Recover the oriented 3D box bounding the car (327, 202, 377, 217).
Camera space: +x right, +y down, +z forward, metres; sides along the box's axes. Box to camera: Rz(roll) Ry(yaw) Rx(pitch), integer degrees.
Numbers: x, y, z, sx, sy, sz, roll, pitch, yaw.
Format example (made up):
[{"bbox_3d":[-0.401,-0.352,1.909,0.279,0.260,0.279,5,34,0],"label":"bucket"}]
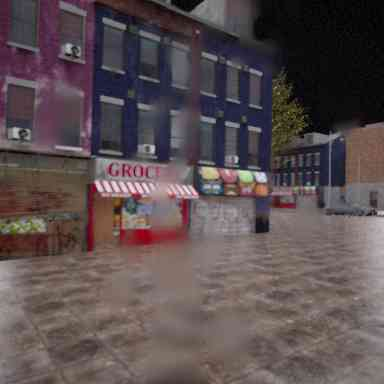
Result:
[{"bbox_3d":[14.556,1.606,30.475,1.994,1.385,4.181,2,-2,-35],"label":"car"}]
